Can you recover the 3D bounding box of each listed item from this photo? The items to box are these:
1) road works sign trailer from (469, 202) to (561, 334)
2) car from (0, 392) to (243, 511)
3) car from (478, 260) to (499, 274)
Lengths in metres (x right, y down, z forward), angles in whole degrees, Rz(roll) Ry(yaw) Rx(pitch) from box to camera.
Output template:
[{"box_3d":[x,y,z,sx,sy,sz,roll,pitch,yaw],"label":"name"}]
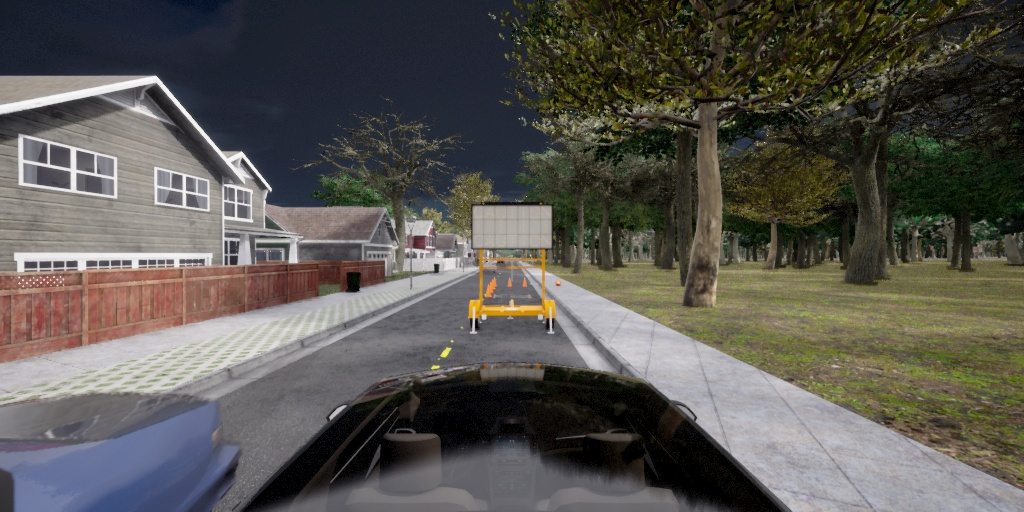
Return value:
[{"box_3d":[0.008,0.214,10.633,2.380,3.560,2.880,0,0,0],"label":"road works sign trailer"},{"box_3d":[-2.848,1.297,0.150,2.033,1.411,5.357,0,0,0],"label":"car"},{"box_3d":[-2.826,1.361,41.105,1.895,1.301,4.718,0,0,0],"label":"car"}]
